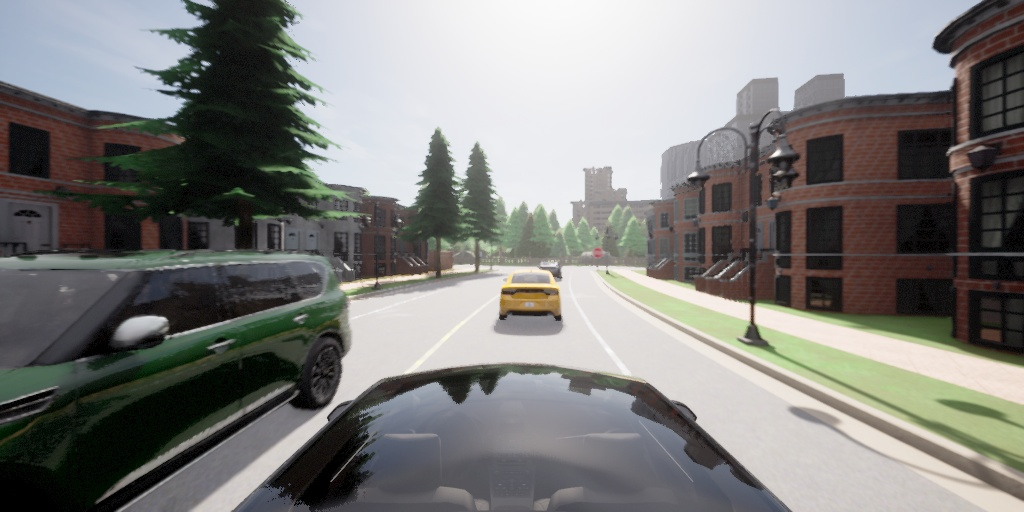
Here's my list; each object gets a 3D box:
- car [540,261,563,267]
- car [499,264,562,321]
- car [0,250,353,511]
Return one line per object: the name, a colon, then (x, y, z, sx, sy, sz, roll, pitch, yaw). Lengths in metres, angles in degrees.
car: (3.133, 1.182, 29.683, 2.128, 1.511, 4.902, 0, 0, 10)
car: (0.687, 1.203, 12.495, 1.882, 1.535, 5.008, 0, 0, 4)
car: (-3.512, 0.956, 3.183, 2.150, 2.045, 5.566, 0, 0, 1)
